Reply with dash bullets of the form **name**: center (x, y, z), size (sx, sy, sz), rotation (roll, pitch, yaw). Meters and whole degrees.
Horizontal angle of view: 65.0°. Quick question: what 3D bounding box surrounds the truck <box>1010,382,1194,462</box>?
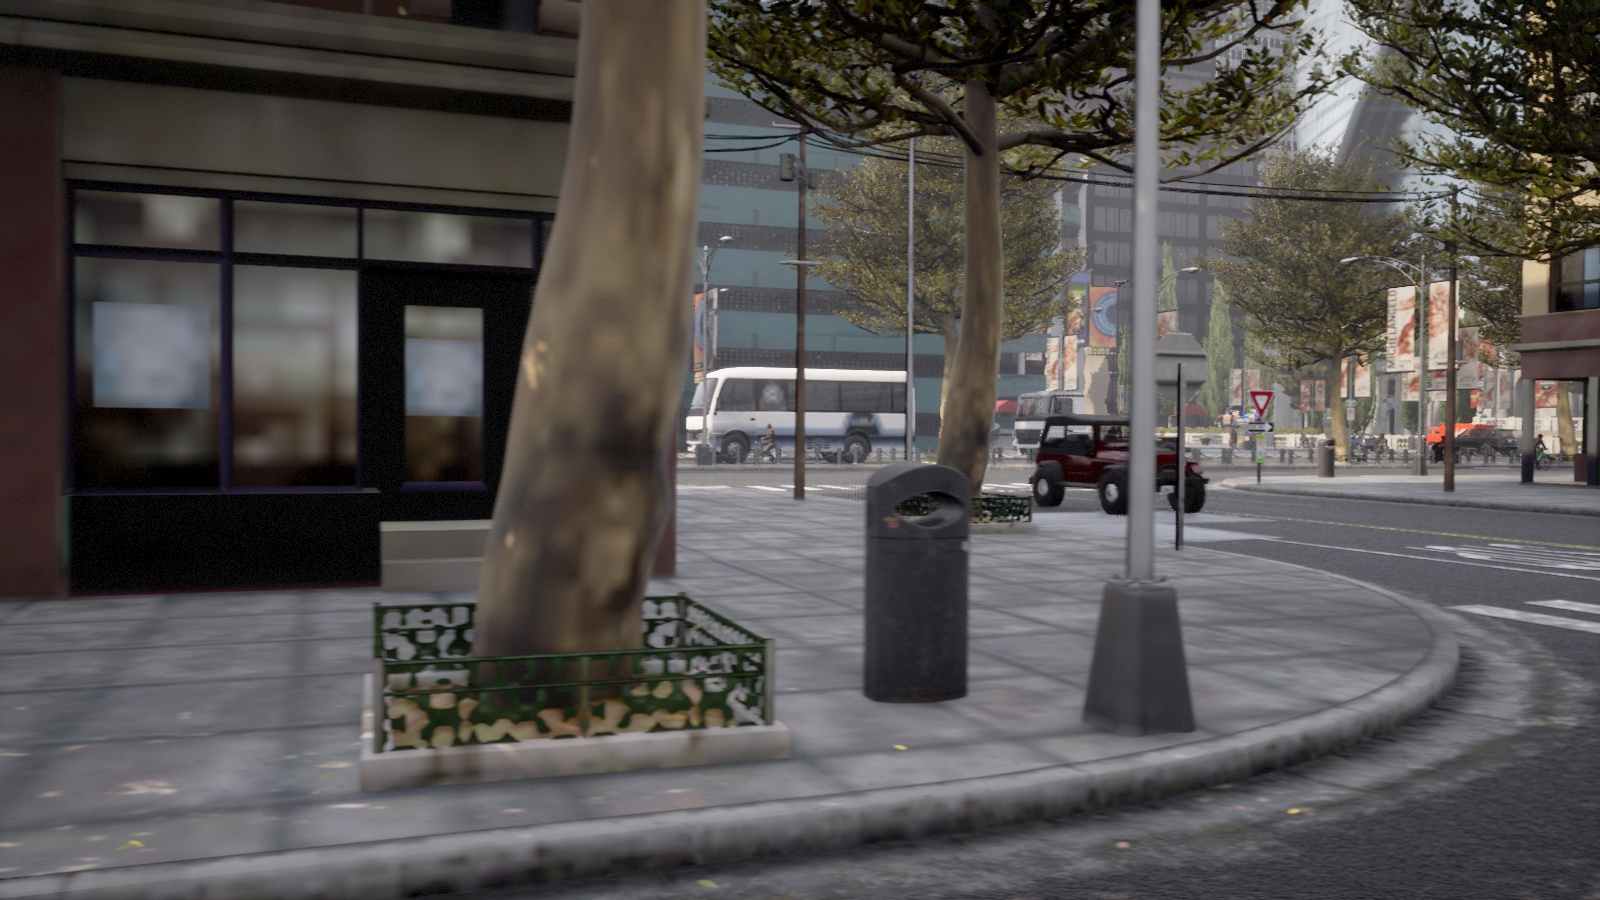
- **truck**: center (13.856, -1.319, 57.632), size (7.936, 3.462, 2.891), rotation (-1, 1, -20)

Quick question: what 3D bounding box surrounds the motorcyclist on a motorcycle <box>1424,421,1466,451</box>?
- **motorcyclist on a motorcycle**: center (33.423, -0.727, 65.066), size (2.044, 1.523, 0.797), rotation (-1, 1, -21)

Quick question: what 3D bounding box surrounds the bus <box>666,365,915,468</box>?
- **bus**: center (-0.429, -1.506, 55.886), size (10.273, 4.253, 3.944), rotation (-1, 1, -21)

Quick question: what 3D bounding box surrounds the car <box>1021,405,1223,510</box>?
- **car**: center (6.204, 0.103, 24.647), size (1.905, 1.878, 3.866), rotation (-1, 1, -22)
